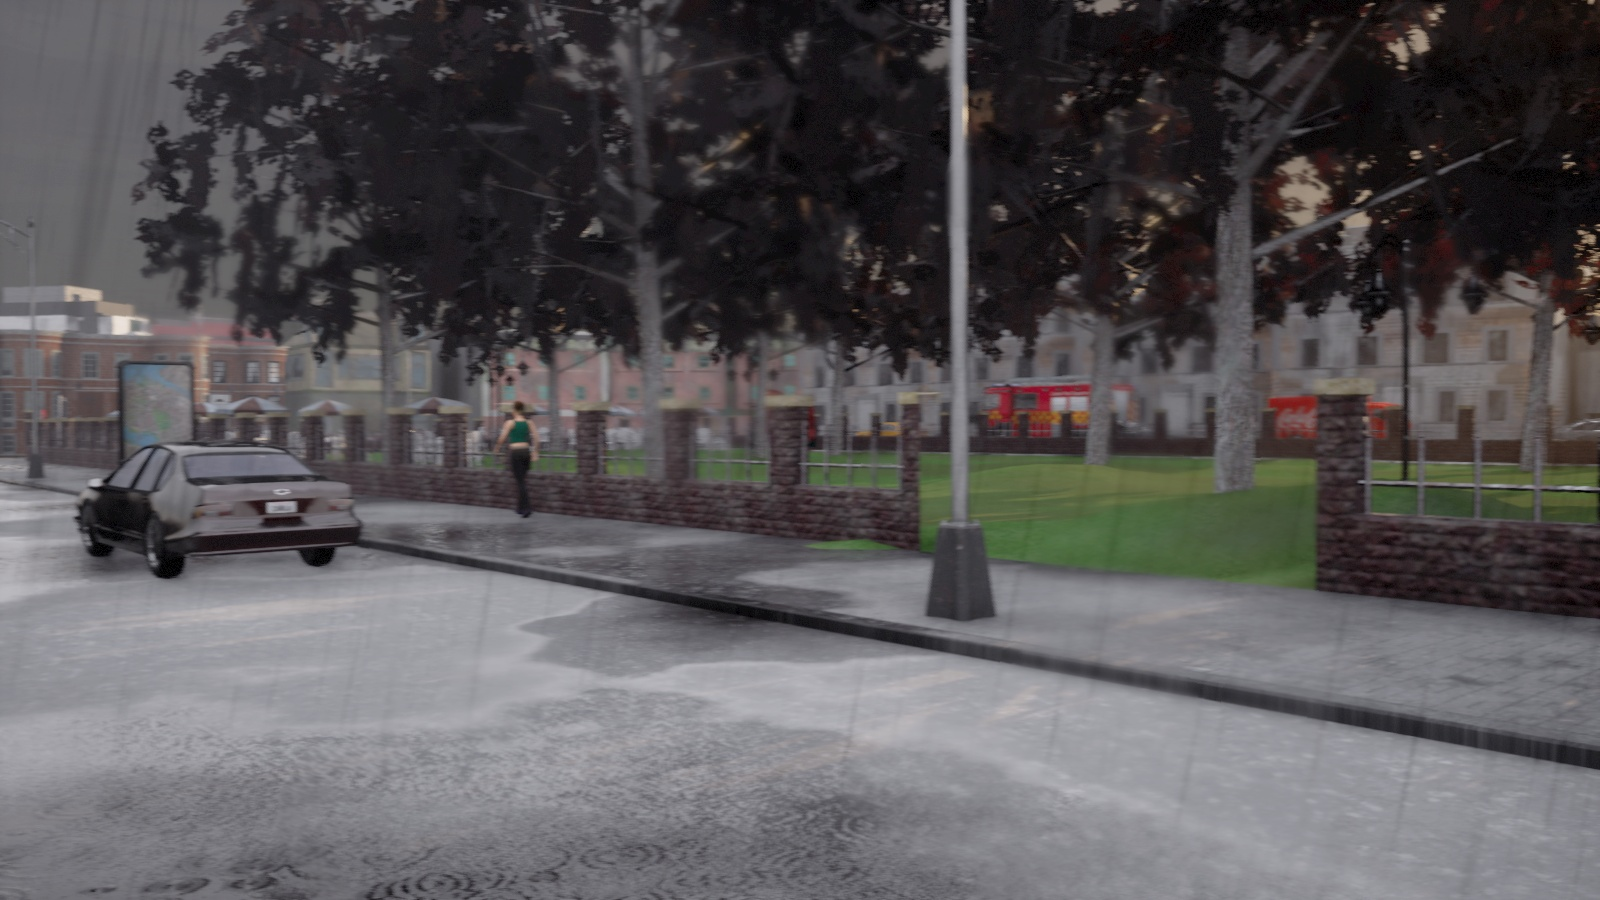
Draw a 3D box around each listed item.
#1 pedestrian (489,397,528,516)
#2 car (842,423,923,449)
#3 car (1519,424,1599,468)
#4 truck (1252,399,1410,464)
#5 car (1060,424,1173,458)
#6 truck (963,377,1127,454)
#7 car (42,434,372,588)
[{"bbox_3d":[-4.588,0.091,19.752,0.345,1.836,0.594,-1,2,-41],"label":"pedestrian"},{"bbox_3d":[4.905,-0.862,75.245,1.882,1.535,5.008,-1,2,-42],"label":"car"},{"bbox_3d":[27.874,-0.154,43.328,2.128,1.511,4.902,-1,2,-41],"label":"car"},{"bbox_3d":[21.356,-0.768,50.668,2.627,2.467,5.204,-1,2,-42],"label":"truck"},{"bbox_3d":[14.637,-0.449,58.253,1.837,1.490,4.892,-1,2,-42],"label":"car"},{"bbox_3d":[12.806,-1.799,66.317,2.891,3.827,8.468,-1,2,-42],"label":"truck"},{"bbox_3d":[-7.032,0.543,14.527,2.033,1.411,5.357,-1,2,-41],"label":"car"}]
